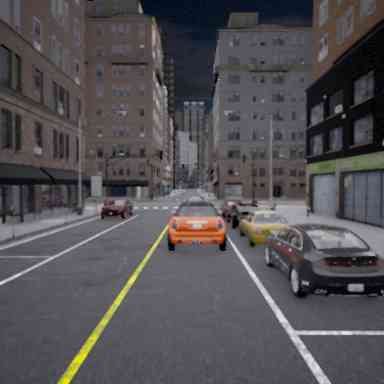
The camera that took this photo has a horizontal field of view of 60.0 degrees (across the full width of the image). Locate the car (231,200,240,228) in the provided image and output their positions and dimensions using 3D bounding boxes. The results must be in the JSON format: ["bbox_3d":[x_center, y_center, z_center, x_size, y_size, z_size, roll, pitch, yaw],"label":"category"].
[{"bbox_3d":[2.999,1.283,19.251,1.947,1.339,4.313,-1,1,0],"label":"car"}]

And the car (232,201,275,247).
[{"bbox_3d":[2.961,1.322,13.834,1.752,1.417,4.829,-1,1,0],"label":"car"}]

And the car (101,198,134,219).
[{"bbox_3d":[-5.506,1.178,24.893,1.887,1.381,4.507,-1,1,0],"label":"car"}]

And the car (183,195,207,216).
[{"bbox_3d":[0.295,1.061,28.356,1.882,1.535,5.008,0,1,1],"label":"car"}]

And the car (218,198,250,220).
[{"bbox_3d":[3.039,1.217,24.836,1.802,1.307,4.206,-1,1,0],"label":"car"}]

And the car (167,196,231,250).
[{"bbox_3d":[0.192,1.153,13.514,2.097,1.767,4.553,0,1,0],"label":"car"}]

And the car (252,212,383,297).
[{"bbox_3d":[2.920,1.432,8.080,2.008,1.369,4.403,-1,1,0],"label":"car"}]
